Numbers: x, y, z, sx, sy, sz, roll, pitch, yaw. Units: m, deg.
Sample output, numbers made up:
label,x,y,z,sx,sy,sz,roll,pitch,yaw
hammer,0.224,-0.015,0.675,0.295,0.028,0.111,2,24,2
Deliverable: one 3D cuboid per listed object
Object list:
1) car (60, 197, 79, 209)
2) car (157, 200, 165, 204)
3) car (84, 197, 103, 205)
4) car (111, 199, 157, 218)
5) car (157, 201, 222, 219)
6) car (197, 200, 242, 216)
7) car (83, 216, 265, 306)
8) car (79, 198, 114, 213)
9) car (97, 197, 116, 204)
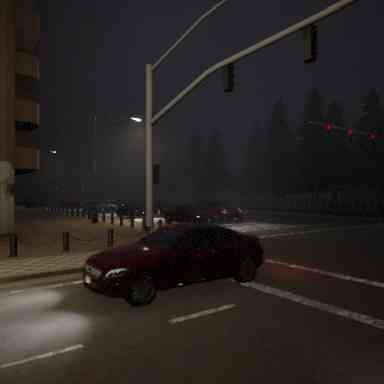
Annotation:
label,x,y,z,sx,sy,sz,roll,pitch,yaw
car,-17.256,1.533,47.131,1.882,1.535,5.008,0,0,-35
car,-3.342,1.547,33.734,2.128,1.511,4.902,0,0,-36
car,-17.987,1.656,60.388,1.895,1.301,4.718,0,0,-36
car,-5.403,1.619,30.602,1.994,1.385,4.181,0,0,-36
car,-0.286,1.581,23.533,1.812,1.442,4.674,0,0,-37
car,1.895,1.407,26.465,2.097,1.767,4.553,0,0,-36
car,-0.220,1.525,8.131,4.674,1.442,1.812,0,0,-35
car,-11.146,1.656,38.586,1.895,1.301,4.718,0,0,-36
car,-16.662,1.656,64.508,1.895,1.301,4.718,0,0,-36
